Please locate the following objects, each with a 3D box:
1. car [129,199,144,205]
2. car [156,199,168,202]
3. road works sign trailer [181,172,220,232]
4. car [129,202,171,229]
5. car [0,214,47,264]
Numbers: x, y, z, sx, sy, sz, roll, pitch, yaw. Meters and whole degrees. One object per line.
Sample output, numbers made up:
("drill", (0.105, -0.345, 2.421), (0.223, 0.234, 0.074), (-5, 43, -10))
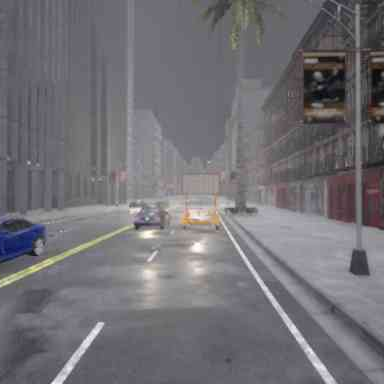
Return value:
("car", (-8.125, 1.774, 49.929), (1.994, 1.385, 4.181), (0, 0, 3))
("car", (-4.772, 1.767, 52.296), (2.033, 1.411, 5.357), (0, 0, 3))
("road works sign trailer", (0.560, 0.559, 20.914), (2.380, 3.560, 2.880), (0, 0, 2))
("car", (-2.544, 1.645, 22.154), (2.033, 1.411, 5.357), (0, 0, 2))
("car", (-6.408, 1.521, 10.413), (1.882, 1.535, 5.008), (0, 0, 2))
